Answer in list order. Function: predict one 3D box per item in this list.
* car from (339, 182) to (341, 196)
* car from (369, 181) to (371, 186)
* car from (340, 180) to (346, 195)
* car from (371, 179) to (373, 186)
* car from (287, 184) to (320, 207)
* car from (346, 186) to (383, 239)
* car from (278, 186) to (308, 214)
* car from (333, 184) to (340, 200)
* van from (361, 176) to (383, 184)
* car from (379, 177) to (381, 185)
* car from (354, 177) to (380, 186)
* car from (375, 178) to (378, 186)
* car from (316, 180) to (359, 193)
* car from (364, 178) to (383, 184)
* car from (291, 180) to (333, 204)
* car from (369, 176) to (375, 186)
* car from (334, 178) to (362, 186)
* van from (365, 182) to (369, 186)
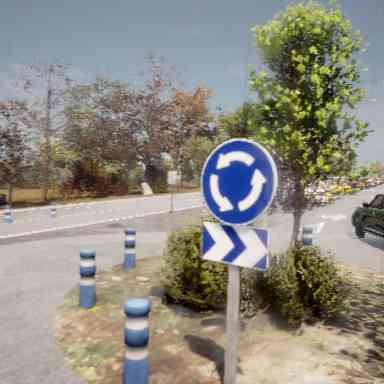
[{"bbox_3d":[11.535,-0.020,32.656,4.892,1.521,2.231,3,4,34],"label":"car"},{"bbox_3d":[25.514,-1.222,53.317,4.792,1.488,2.163,3,4,34],"label":"car"},{"bbox_3d":[12.933,-0.179,35.056,5.366,1.575,1.946,3,5,34],"label":"car"},{"bbox_3d":[27.071,-1.347,55.612,4.792,1.488,2.163,3,4,34],"label":"car"},{"bbox_3d":[6.862,0.425,25.776,5.008,1.535,2.097,3,5,34],"label":"car"},{"bbox_3d":[7.911,0.998,12.350,2.150,2.045,5.566,0,3,7],"label":"car"},{"bbox_3d":[5.276,0.602,23.504,4.792,1.488,2.163,3,5,34],"label":"car"},{"bbox_3d":[10.126,0.132,30.262,5.366,1.575,1.946,3,5,34],"label":"car"},{"bbox_3d":[42.572,-2.850,78.596,4.442,1.987,1.878,3,4,34],"label":"van"},{"bbox_3d":[33.319,-1.872,64.777,4.892,1.521,2.231,3,4,34],"label":"car"},{"bbox_3d":[36.414,-2.249,69.374,4.553,1.767,2.185,3,4,34],"label":"car"},{"bbox_3d":[30.057,-1.634,60.287,5.366,1.575,1.946,3,4,34],"label":"car"},{"bbox_3d":[19.304,-0.743,44.122,4.892,1.521,2.231,3,4,34],"label":"car"},{"bbox_3d":[45.791,-2.809,83.099,4.792,1.488,2.163,3,4,34],"label":"car"},{"bbox_3d":[8.439,0.027,28.040,5.566,2.045,2.435,3,5,34],"label":"car"},{"bbox_3d":[28.629,-1.471,57.907,4.792,1.488,2.163,3,4,34],"label":"car"},{"bbox_3d":[17.911,-0.603,41.728,5.366,1.575,1.946,3,4,34],"label":"car"},{"bbox_3d":[24.079,-1.347,50.925,4.442,1.987,1.878,3,4,34],"label":"van"}]
